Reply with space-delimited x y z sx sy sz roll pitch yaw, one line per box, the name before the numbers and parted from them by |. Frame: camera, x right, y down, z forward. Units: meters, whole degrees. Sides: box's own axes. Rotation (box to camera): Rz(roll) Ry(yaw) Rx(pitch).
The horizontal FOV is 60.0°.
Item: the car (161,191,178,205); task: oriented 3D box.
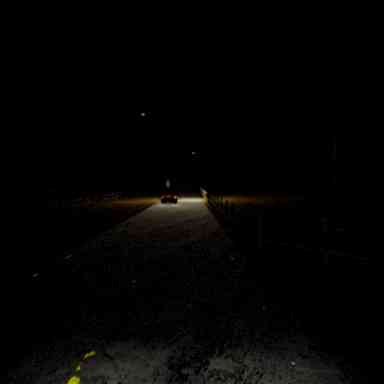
car | -2.994 0.693 44.315 2.097 1.767 4.553 0 2 0
